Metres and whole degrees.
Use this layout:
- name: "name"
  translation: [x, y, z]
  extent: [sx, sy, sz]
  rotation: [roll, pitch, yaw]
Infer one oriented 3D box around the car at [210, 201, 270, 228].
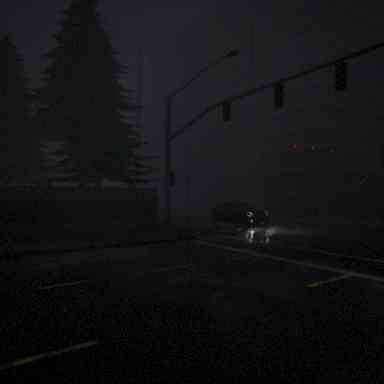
- name: "car"
  translation: [3.308, 1.444, 23.492]
  extent: [2.097, 1.767, 4.553]
  rotation: [0, 0, -35]
